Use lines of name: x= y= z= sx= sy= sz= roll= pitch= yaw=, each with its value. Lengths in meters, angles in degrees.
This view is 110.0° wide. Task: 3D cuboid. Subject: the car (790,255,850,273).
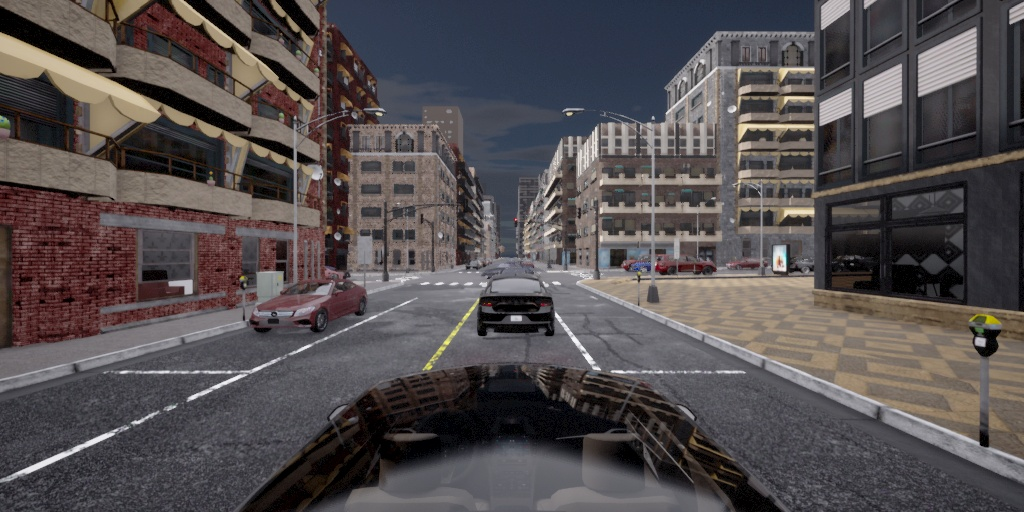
car: x=25.793 y=0.821 z=30.814 sx=4.313 sy=1.339 sz=1.948 roll=0 pitch=0 yaw=-1

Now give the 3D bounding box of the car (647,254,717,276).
car: x=14.699 y=0.777 z=30.713 sx=5.009 sy=1.841 sz=2.192 roll=0 pitch=0 yaw=-1

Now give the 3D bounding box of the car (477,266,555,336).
car: x=0.096 y=1.227 z=10.388 sx=1.882 sy=1.535 sz=5.008 roll=0 pitch=0 yaw=0

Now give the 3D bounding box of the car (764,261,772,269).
car: x=29.012 y=0.686 z=36.631 sx=4.892 sy=1.490 sz=1.837 roll=-1 pitch=0 yaw=0

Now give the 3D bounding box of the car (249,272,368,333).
car: x=-5.744 y=1.331 z=10.726 sx=1.802 sy=1.307 sz=4.207 roll=0 pitch=0 yaw=0

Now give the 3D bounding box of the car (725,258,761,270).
car: x=25.653 y=0.823 z=39.194 sx=4.207 sy=1.307 sz=1.802 roll=0 pitch=0 yaw=-1

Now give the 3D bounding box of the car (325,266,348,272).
car: x=-17.188 y=1.610 z=33.010 sx=4.181 sy=1.385 sz=1.994 roll=-1 pitch=0 yaw=-1

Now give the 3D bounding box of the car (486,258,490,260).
car: x=-5.712 y=1.084 z=64.115 sx=2.192 sy=1.841 sz=5.009 roll=0 pitch=0 yaw=0

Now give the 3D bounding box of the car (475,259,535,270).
car: x=-0.340 y=1.286 z=31.719 sx=2.033 sy=1.411 sz=5.357 roll=-1 pitch=0 yaw=42

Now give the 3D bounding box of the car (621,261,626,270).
car: x=14.562 y=0.763 z=39.093 sx=5.009 sy=1.841 sz=2.192 roll=0 pitch=0 yaw=-1

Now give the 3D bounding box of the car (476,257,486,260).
car: x=-5.711 y=1.291 z=58.262 sx=1.751 sy=1.417 sz=4.829 roll=0 pitch=0 yaw=0

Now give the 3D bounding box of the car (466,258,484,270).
car: x=-5.708 y=1.329 z=52.750 sx=1.948 sy=1.339 sz=4.313 roll=0 pitch=0 yaw=0

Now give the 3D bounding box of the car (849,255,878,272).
car: x=31.340 y=0.717 z=30.865 sx=4.313 sy=1.339 sz=1.948 roll=0 pitch=0 yaw=-1

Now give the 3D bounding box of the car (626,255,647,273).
car: x=14.650 y=0.929 z=36.505 sx=5.008 sy=1.535 sz=1.882 roll=-1 pitch=0 yaw=0
